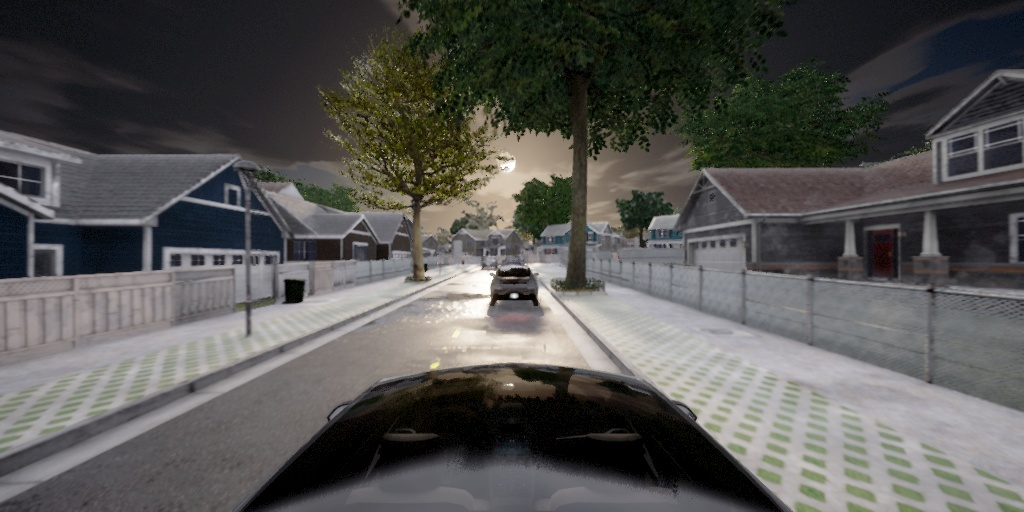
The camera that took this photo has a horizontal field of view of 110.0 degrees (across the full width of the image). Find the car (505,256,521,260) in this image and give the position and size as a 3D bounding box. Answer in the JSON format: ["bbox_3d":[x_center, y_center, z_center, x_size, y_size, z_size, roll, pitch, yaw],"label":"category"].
[{"bbox_3d":[0.101,0.747,33.424,2.097,1.767,4.553,0,1,0],"label":"car"}]

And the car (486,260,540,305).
[{"bbox_3d":[0.088,1.103,14.977,1.837,1.490,4.892,0,1,0],"label":"car"}]

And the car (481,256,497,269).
[{"bbox_3d":[-2.728,0.771,44.446,2.128,1.511,4.902,0,1,0],"label":"car"}]
